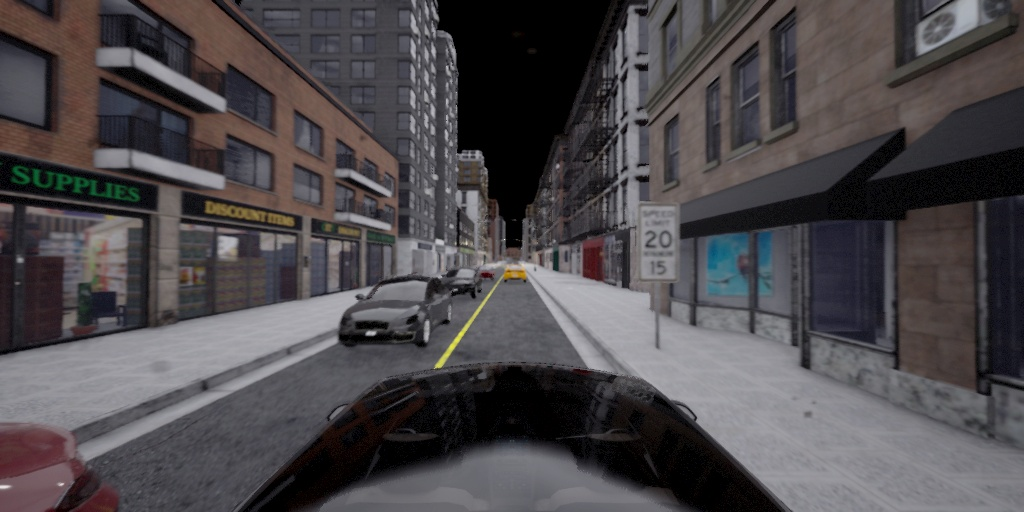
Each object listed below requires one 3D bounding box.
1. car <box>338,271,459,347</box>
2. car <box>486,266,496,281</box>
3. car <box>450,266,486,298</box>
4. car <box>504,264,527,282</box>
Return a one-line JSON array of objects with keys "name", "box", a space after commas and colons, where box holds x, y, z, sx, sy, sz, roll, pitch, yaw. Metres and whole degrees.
[{"name": "car", "box": [-2.804, 1.312, 9.604, 1.837, 1.490, 4.892, 0, 0, 0]}, {"name": "car", "box": [-2.526, 1.602, 33.152, 1.895, 1.301, 4.718, 0, 0, 1]}, {"name": "car", "box": [-2.710, 1.370, 19.768, 1.882, 1.535, 5.008, 0, 0, 0]}, {"name": "car", "box": [0.298, 1.482, 32.175, 1.882, 1.535, 5.008, 0, 0, 1]}]
